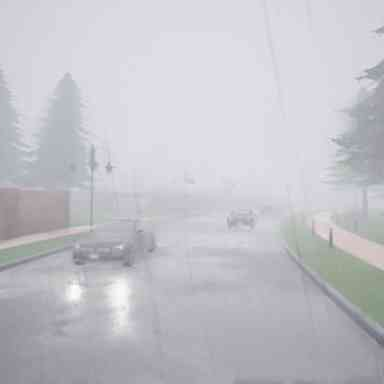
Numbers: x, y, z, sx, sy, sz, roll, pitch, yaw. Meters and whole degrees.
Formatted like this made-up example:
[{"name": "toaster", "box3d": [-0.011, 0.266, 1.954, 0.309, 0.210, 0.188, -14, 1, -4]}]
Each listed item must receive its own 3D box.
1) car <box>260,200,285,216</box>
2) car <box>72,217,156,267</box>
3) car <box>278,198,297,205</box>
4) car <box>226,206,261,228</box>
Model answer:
[{"name": "car", "box3d": [9.621, 2.062, 40.170, 1.837, 1.490, 4.892, 0, -1, 25]}, {"name": "car", "box3d": [-2.581, 1.671, 12.166, 1.812, 1.442, 4.674, 0, -1, 8]}, {"name": "car", "box3d": [22.430, 2.295, 80.017, 3.866, 1.878, 1.905, 0, -1, 40]}, {"name": "car", "box3d": [3.841, 1.937, 24.907, 1.895, 1.301, 4.718, 0, -1, 15]}]
